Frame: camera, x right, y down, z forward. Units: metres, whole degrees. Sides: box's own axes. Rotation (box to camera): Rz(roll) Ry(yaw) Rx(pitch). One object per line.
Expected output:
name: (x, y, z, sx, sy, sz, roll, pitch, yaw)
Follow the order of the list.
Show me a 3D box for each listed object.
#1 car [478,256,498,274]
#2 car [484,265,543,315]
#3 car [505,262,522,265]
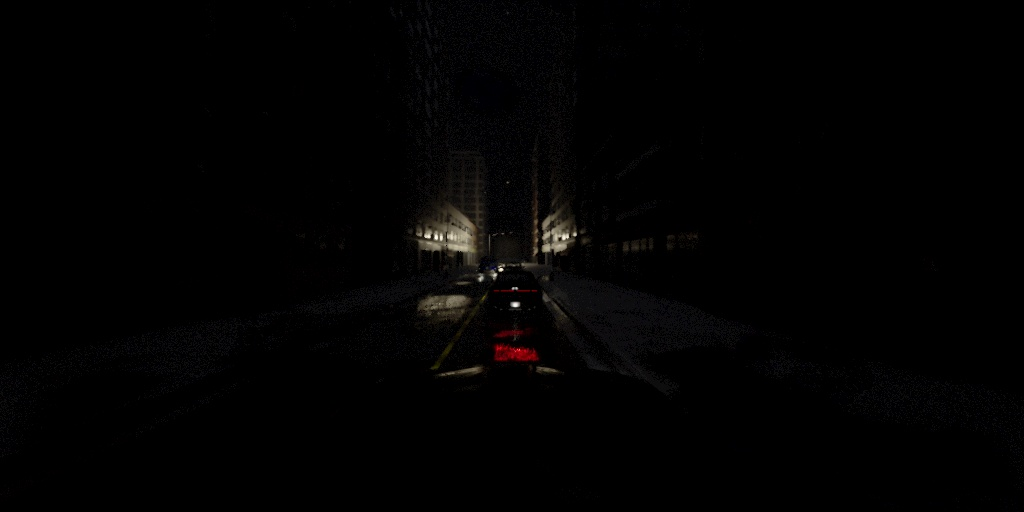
car: (-2.815, 1.029, 43.324, 2.150, 2.045, 5.566, 0, 0, 0)
car: (0.107, 1.268, 13.613, 1.837, 1.490, 4.892, 0, 0, 0)
car: (0.117, 1.278, 30.835, 2.128, 1.511, 4.902, 0, 0, 0)
